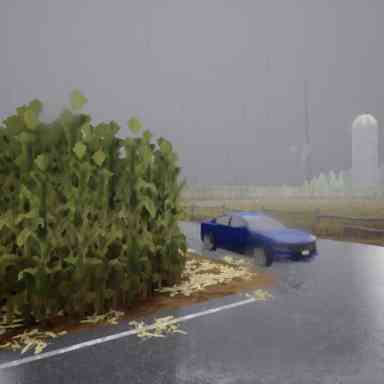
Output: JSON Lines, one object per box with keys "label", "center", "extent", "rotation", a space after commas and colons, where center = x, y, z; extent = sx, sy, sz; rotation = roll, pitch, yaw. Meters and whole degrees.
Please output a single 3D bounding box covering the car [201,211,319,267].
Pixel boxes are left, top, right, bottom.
{"label": "car", "center": [2.116, 1.474, 11.753], "extent": [1.882, 1.535, 5.008], "rotation": [0, 0, -27]}
